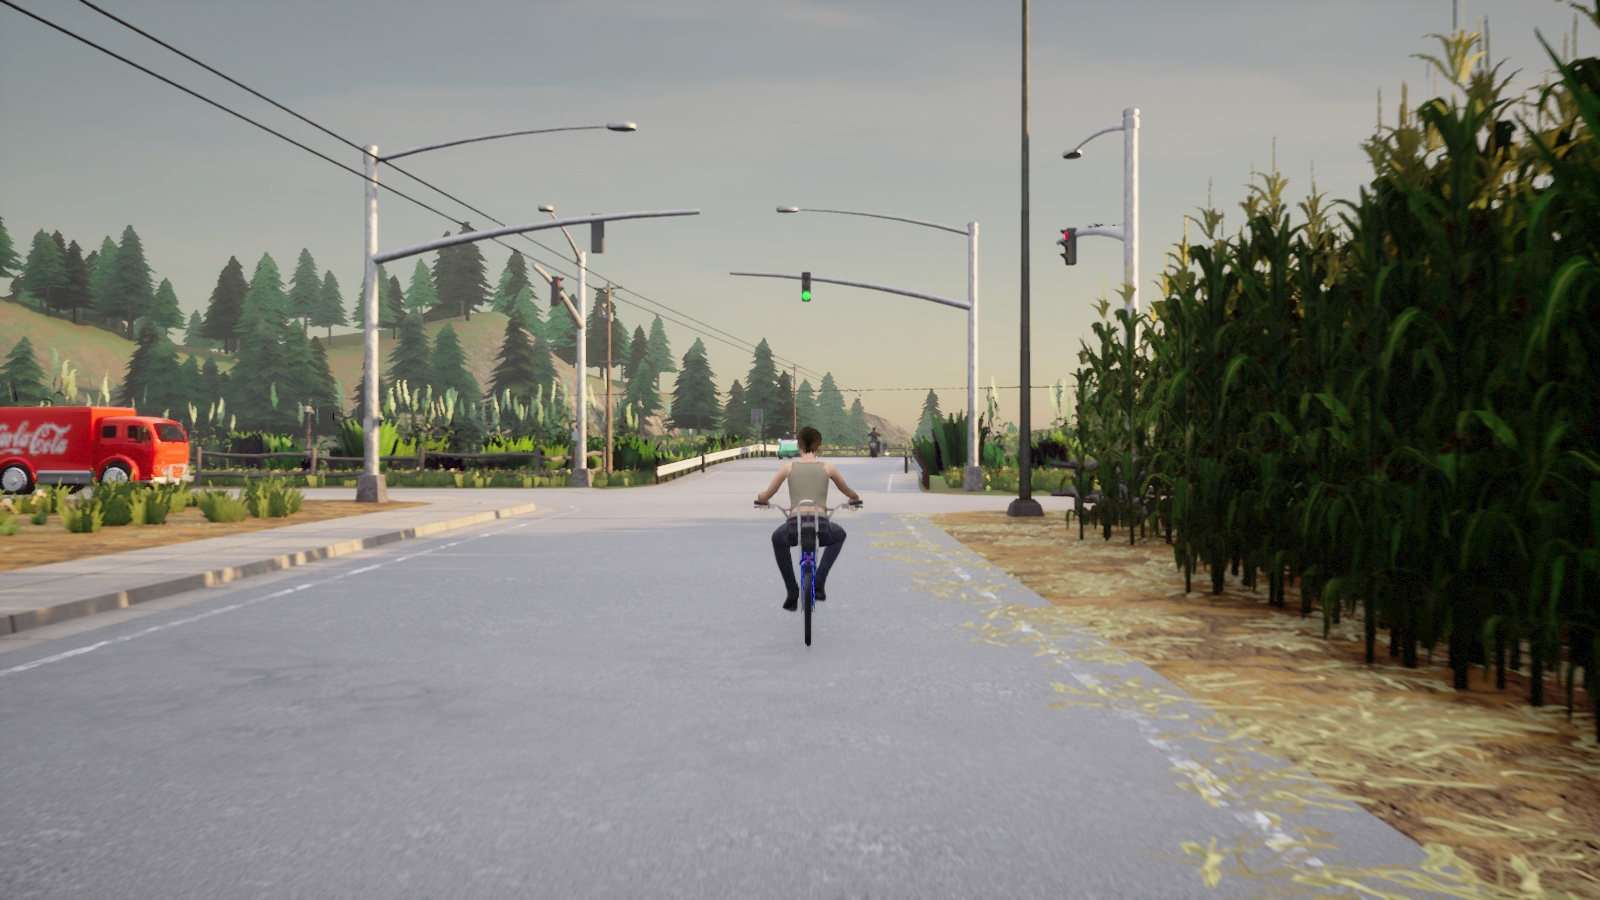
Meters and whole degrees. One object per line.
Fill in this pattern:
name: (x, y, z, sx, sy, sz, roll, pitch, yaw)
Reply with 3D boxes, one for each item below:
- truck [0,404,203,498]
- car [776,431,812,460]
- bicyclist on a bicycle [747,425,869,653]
truck: (-19.607, 0.015, 34.444, 5.204, 2.467, 2.627, 0, 0, 3)
car: (-0.269, -0.227, 60.857, 1.481, 1.376, 2.207, 0, 1, 8)
bicyclist on a bicycle: (0.065, 0.629, 9.645, 0.866, 1.612, 1.509, 0, 0, 1)
